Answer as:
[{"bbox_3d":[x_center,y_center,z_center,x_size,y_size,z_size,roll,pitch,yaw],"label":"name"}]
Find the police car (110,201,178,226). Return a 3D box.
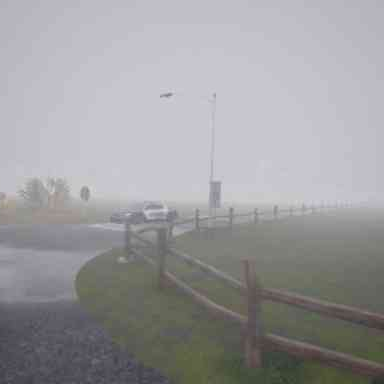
[{"bbox_3d":[-3.212,1.408,22.621,2.038,1.542,4.974,1,0,40],"label":"police car"}]
